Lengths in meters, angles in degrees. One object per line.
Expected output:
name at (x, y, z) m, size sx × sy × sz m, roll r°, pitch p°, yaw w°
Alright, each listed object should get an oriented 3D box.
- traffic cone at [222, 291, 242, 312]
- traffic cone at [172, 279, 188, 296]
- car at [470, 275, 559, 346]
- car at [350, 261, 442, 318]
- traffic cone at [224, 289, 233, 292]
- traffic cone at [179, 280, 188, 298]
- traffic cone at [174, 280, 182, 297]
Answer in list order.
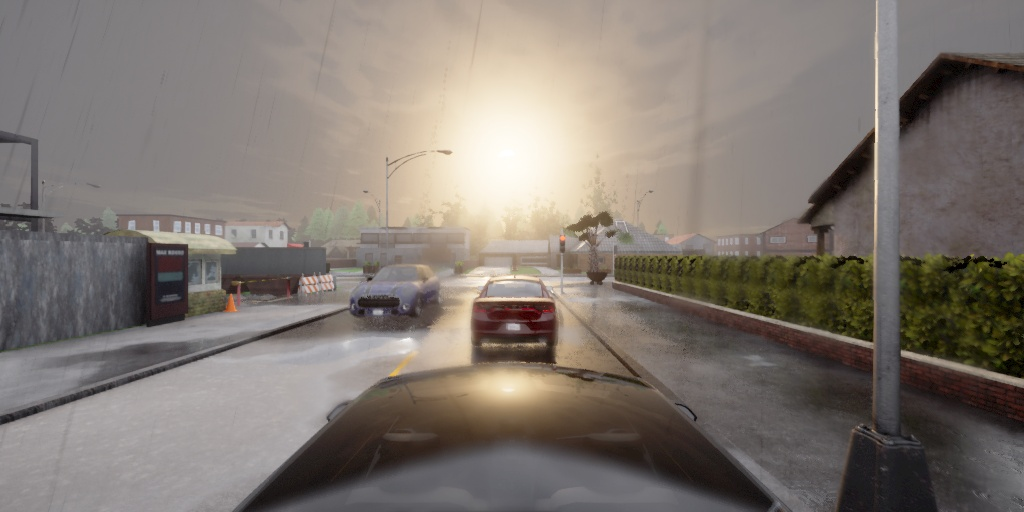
traffic cone at (-9.621, 1.598, 12.266) m, size 0.344 × 0.586 × 0.344 m, roll 0°, pitch 0°, yaw 0°
traffic cone at (-16.806, 1.582, 18.227) m, size 0.344 × 0.586 × 0.344 m, roll 0°, pitch 0°, yaw 0°
car at (0.079, 1.228, 9.422) m, size 1.882 × 1.535 × 5.008 m, roll 0°, pitch 0°, yaw 1°
car at (-3.984, 1.102, 12.990) m, size 2.097 × 1.767 × 4.553 m, roll 0°, pitch 0°, yaw 1°
traffic cone at (-10.339, 1.568, 12.789) m, size 0.344 × 0.586 × 0.344 m, roll 0°, pitch 0°, yaw 0°
traffic cone at (-15.203, 1.561, 16.859) m, size 0.344 × 0.586 × 0.344 m, roll 0°, pitch 0°, yaw 0°
traffic cone at (-15.771, 1.558, 17.223) m, size 0.344 × 0.586 × 0.344 m, roll 0°, pitch 0°, yaw 0°
